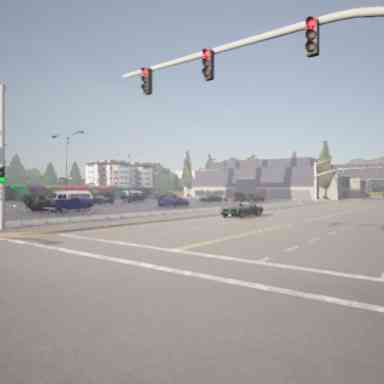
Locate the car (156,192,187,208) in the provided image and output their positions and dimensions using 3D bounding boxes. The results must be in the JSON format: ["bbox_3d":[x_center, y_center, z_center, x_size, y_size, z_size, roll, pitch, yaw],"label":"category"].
[{"bbox_3d":[-3.099,1.210,51.578,1.970,1.475,3.806,0,0,37],"label":"car"}]

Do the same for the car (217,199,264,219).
[{"bbox_3d":[4.296,1.539,28.408,1.895,1.301,4.718,0,0,36],"label":"car"}]

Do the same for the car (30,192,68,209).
[{"bbox_3d":[-19.061,1.135,44.629,1.784,1.438,3.905,0,0,37],"label":"car"}]

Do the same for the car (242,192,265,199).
[{"bbox_3d":[11.786,0.993,62.210,1.932,1.855,4.605,0,0,37],"label":"car"}]

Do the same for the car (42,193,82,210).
[{"bbox_3d":[-16.738,1.184,42.901,1.970,1.475,3.806,0,0,37],"label":"car"}]

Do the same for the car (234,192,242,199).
[{"bbox_3d":[9.496,0.978,63.980,1.905,1.878,3.866,0,0,37],"label":"car"}]

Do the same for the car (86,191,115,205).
[{"bbox_3d":[-16.711,0.868,61.587,1.932,1.855,4.605,0,0,37],"label":"car"}]

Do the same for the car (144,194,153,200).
[{"bbox_3d":[-8.591,1.084,77.396,1.970,1.475,3.806,0,0,37],"label":"car"}]

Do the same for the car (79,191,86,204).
[{"bbox_3d":[-18.998,1.061,63.368,1.784,1.438,3.905,0,0,37],"label":"car"}]

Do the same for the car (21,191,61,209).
[{"bbox_3d":[-21.243,0.909,46.189,1.932,1.855,4.605,0,0,37],"label":"car"}]

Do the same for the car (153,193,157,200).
[{"bbox_3d":[-6.274,0.862,75.659,1.905,1.878,3.866,0,0,37],"label":"car"}]
